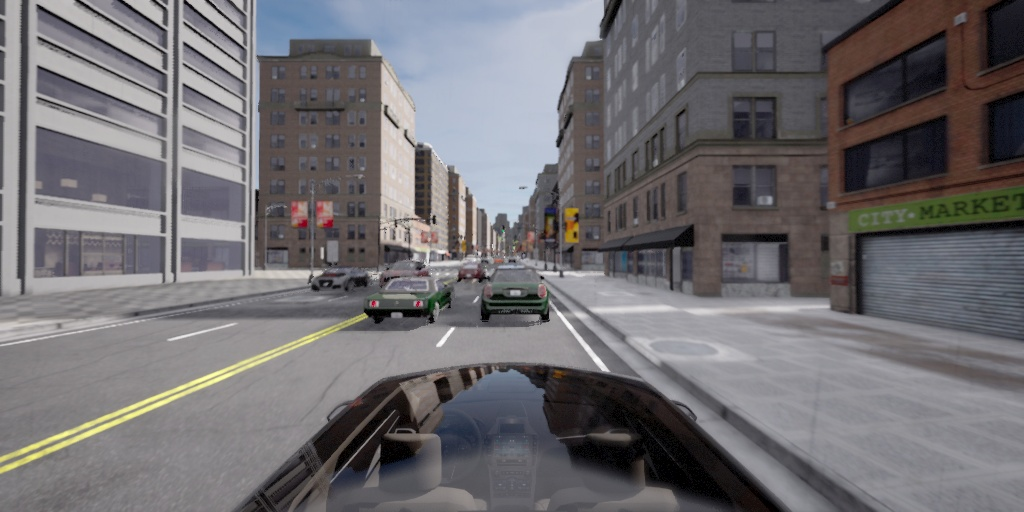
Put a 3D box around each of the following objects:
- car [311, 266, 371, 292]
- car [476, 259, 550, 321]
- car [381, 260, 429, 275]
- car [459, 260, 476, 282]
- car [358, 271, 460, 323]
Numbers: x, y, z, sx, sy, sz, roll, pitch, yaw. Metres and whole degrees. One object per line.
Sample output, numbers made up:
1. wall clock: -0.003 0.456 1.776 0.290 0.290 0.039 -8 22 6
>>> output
1. car: -9.834 1.296 20.943 1.994 1.385 4.181 0 0 0
2. car: 0.102 1.093 12.555 2.097 1.767 4.553 0 0 0
3. car: -6.580 1.081 22.358 2.097 1.767 4.553 0 0 0
4. car: -3.143 1.246 28.360 1.812 1.442 4.674 0 0 0
5. car: -3.147 1.342 12.044 1.895 1.301 4.718 0 0 0
